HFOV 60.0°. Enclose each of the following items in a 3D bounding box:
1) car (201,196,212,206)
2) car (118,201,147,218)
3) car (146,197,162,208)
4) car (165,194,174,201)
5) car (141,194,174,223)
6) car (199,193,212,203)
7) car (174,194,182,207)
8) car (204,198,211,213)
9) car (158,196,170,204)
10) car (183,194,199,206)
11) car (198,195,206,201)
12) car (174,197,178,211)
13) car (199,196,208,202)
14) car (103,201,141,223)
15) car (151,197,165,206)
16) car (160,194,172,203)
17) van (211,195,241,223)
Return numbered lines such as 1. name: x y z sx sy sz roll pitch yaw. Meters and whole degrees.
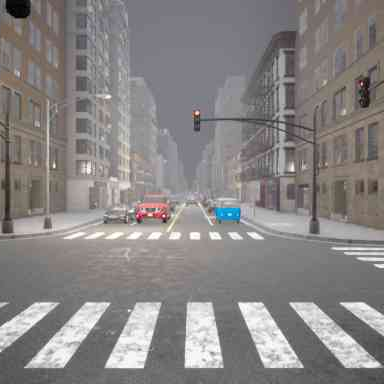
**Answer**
1. car: 2.618 1.576 47.694 1.802 1.307 4.206 0 0 0
2. car: -5.401 1.543 30.638 1.887 1.381 4.507 0 0 0
3. car: -5.407 1.520 47.515 1.752 1.417 4.829 0 0 0
4. car: -5.421 1.409 81.775 1.967 1.590 4.097 0 0 0
5. car: -2.858 1.220 25.637 2.150 2.045 5.566 0 0 0
6. car: 2.616 1.305 53.375 2.192 1.841 5.009 0 0 0
7. car: -2.834 1.498 52.122 1.837 1.490 4.892 0 -1 0
8. car: 2.622 1.580 36.331 1.802 1.307 4.206 0 0 0
9. car: -5.414 1.548 64.730 1.947 1.339 4.313 0 0 0
10. car: -0.023 1.537 54.681 2.033 1.411 5.357 0 0 0
11. car: 2.602 1.531 87.463 1.947 1.339 4.313 0 0 0
12. car: -2.865 1.599 37.199 1.895 1.301 4.718 0 0 0
13. car: 2.607 1.524 76.100 2.008 1.369 4.403 0 0 0
14. car: -5.399 1.549 24.957 2.008 1.369 4.403 0 0 0
15. car: -5.409 1.556 53.367 1.947 1.339 4.313 0 0 0
16. car: -5.416 1.293 70.411 2.192 1.841 5.009 0 0 0
17. van: 2.626 1.340 24.969 1.690 1.788 3.998 0 0 0
